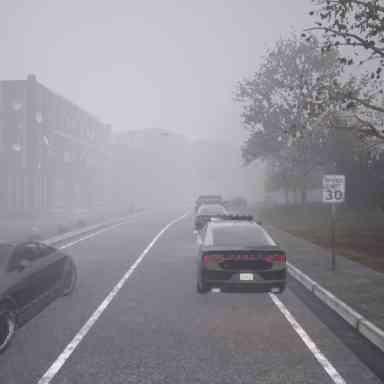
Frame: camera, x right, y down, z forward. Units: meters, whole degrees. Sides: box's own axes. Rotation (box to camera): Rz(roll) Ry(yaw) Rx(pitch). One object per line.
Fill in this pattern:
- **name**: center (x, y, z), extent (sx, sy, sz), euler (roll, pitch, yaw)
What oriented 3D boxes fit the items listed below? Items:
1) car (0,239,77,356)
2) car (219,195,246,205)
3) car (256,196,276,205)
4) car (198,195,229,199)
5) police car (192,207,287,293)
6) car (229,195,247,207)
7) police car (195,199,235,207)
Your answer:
- **car**: center (-3.582, 1.565, 5.830), extent (1.994, 1.385, 4.181), euler (0, 0, 0)
- **car**: center (7.069, 1.341, 57.819), extent (2.128, 1.511, 4.902), euler (-1, 0, 43)
- **car**: center (12.258, 1.309, 55.313), extent (1.812, 1.442, 4.674), euler (-1, 1, 40)
- **car**: center (1.387, 1.226, 24.672), extent (2.150, 2.045, 5.566), euler (0, 0, 5)
- **police car**: center (1.050, 1.428, 8.987), extent (1.930, 1.638, 5.238), euler (0, 0, 0)
- **car**: center (5.936, 1.406, 45.032), extent (1.882, 1.535, 5.008), euler (0, 0, 28)
- **police car**: center (1.101, 1.429, 18.924), extent (1.930, 1.638, 5.238), euler (0, 0, 1)
